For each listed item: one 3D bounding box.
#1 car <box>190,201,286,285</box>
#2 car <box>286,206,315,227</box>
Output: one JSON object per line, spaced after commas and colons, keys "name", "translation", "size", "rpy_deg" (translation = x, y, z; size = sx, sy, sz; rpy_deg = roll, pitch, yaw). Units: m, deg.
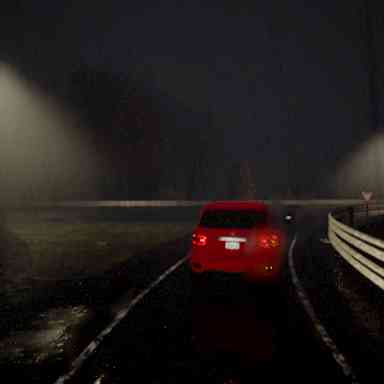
{"name": "car", "translation": [1.435, 1.274, 9.907], "size": [2.150, 2.045, 5.566], "rpy_deg": [0, 0, 12]}
{"name": "car", "translation": [7.493, 1.690, 23.906], "size": [1.994, 1.385, 4.181], "rpy_deg": [0, 0, 31]}
